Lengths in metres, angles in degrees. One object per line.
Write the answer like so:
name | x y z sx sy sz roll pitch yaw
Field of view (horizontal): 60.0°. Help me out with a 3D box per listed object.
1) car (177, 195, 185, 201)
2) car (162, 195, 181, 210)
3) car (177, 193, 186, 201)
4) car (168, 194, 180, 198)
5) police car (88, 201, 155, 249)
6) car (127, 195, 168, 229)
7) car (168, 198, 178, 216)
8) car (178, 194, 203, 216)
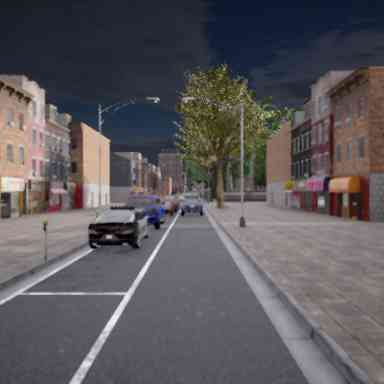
car | -2.645 1.524 81.758 1.752 1.417 4.829 0 0 0
car | -2.633 1.304 43.761 2.192 1.841 5.009 0 0 0
car | -2.648 1.316 87.196 2.192 1.841 5.009 0 0 0
car | -2.634 1.304 38.149 2.192 1.841 5.009 0 0 0
police car | -3.007 1.420 14.647 1.930 1.638 5.238 0 0 0
car | -2.979 1.221 21.567 2.150 2.045 5.566 0 0 0
car | -2.634 1.535 32.538 1.887 1.381 4.507 0 0 0
car | 0.035 1.341 32.949 2.097 1.767 4.553 0 0 1
